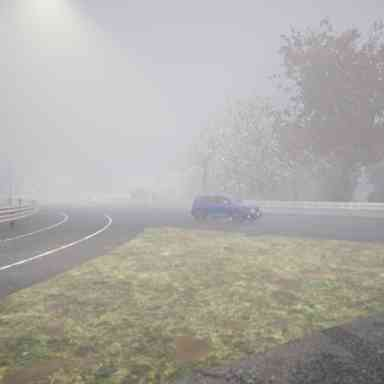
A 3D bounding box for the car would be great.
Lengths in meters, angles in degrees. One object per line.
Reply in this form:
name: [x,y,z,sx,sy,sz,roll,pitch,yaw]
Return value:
car: [2.447,1.208,25.038,5.566,2.045,2.150,0,0,38]
